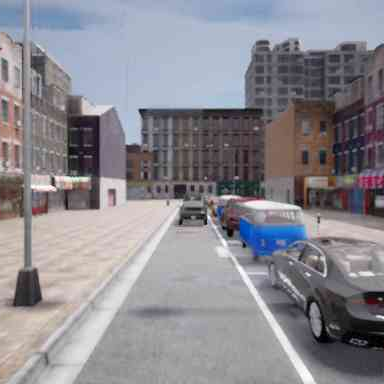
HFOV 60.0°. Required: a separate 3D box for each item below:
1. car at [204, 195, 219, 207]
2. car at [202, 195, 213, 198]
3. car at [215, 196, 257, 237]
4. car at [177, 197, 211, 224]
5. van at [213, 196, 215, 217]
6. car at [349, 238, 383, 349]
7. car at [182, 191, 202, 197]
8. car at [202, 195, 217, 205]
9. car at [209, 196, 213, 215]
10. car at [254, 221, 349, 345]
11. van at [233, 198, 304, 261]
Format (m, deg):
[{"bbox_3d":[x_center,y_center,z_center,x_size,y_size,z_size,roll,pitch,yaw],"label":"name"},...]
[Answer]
[{"bbox_3d":[2.573,1.170,44.663,1.752,1.417,4.829,0,0,0],"label":"car"},{"bbox_3d":[2.581,1.130,39.016,1.967,1.590,4.097,0,0,0],"label":"car"},{"bbox_3d":[2.611,1.179,17.114,2.192,1.841,5.009,0,0,0],"label":"car"},{"bbox_3d":[0.071,1.320,22.873,1.837,1.490,4.892,0,0,0],"label":"car"},{"bbox_3d":[2.603,1.162,22.589,1.690,1.788,3.998,0,0,0],"label":"van"},{"bbox_3d":[2.634,1.309,0.688,2.192,1.841,5.009,0,0,0],"label":"car"},{"bbox_3d":[0.057,0.907,39.415,2.150,2.045,5.566,0,0,0],"label":"car"},{"bbox_3d":[2.566,1.154,49.968,2.008,1.369,4.403,0,0,0],"label":"car"},{"bbox_3d":[2.596,1.301,28.236,1.752,1.417,4.829,0,0,0],"label":"car"},{"bbox_3d":[2.627,1.501,6.165,2.008,1.369,4.403,0,0,0],"label":"car"},{"bbox_3d":[2.619,1.248,11.639,1.690,1.788,3.998,0,0,0],"label":"van"}]
